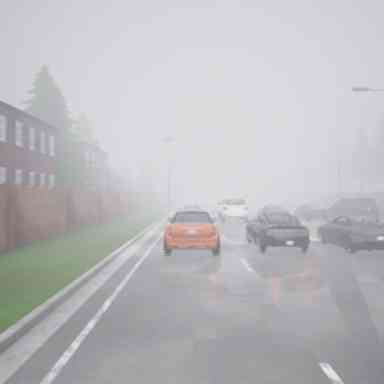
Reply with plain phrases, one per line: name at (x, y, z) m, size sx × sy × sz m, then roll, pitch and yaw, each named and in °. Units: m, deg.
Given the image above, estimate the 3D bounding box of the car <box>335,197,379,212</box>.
car at (13.997, 1.490, 29.039) m, size 2.150 × 2.045 × 5.566 m, roll 0°, pitch 0°, yaw 0°

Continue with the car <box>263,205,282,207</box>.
car at (6.997, 1.821, 29.006) m, size 2.033 × 1.411 × 5.357 m, roll 0°, pitch -1°, yaw 0°

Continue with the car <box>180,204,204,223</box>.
car at (0.000, 1.841, 29.316) m, size 1.994 × 1.385 × 4.181 m, roll 0°, pitch 0°, yaw 0°

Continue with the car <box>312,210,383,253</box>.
car at (7.003, 1.700, 14.317) m, size 1.994 × 1.385 × 4.181 m, roll 0°, pitch 0°, yaw 0°

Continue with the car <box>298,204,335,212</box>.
car at (10.501, 1.803, 29.396) m, size 1.812 × 1.442 × 4.674 m, roll 0°, pitch 0°, yaw 0°

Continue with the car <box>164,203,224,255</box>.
car at (0.001, 1.484, 14.102) m, size 2.097 × 1.767 × 4.553 m, roll 0°, pitch -1°, yaw 0°

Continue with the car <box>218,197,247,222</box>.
car at (3.497, 1.490, 29.034) m, size 2.150 × 2.045 × 5.566 m, roll 0°, pitch 0°, yaw 0°

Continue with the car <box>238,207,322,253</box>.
car at (3.503, 1.628, 14.315) m, size 2.128 × 1.511 × 4.902 m, roll 0°, pitch 0°, yaw 0°
